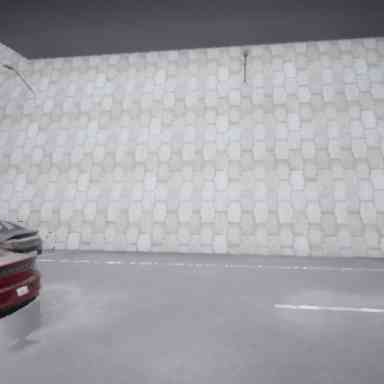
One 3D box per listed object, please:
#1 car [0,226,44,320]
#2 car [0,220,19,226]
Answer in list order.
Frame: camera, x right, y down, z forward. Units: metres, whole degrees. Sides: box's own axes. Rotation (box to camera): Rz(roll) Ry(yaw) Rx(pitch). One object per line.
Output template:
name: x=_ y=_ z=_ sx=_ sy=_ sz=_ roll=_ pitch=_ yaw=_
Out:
car: x=-5.255 y=1.488 z=5.857 sx=5.008 sy=1.535 sz=1.882 roll=0 pitch=0 yaw=8
car: x=-6.827 y=1.507 z=9.605 sx=4.902 sy=1.511 sz=2.128 roll=0 pitch=0 yaw=8
